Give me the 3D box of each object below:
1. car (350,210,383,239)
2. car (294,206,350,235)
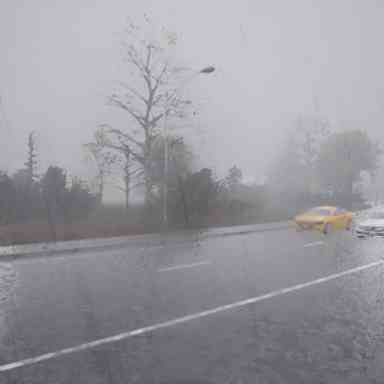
[{"bbox_3d":[10.175,1.664,17.175,4.674,1.442,1.812,1,0,-43],"label":"car"},{"bbox_3d":[8.016,1.621,19.945,5.008,1.535,1.882,1,0,-44],"label":"car"}]
